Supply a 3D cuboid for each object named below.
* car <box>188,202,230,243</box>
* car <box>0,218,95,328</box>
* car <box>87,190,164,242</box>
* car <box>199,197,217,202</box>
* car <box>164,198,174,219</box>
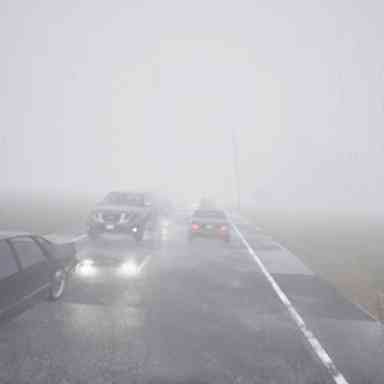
[{"bbox_3d":[0.797,1.438,15.716,2.033,1.411,5.357,3,0,2],"label":"car"},{"bbox_3d":[-3.464,1.338,5.041,2.033,1.411,5.357,3,1,3],"label":"car"},{"bbox_3d":[-2.933,0.942,15.243,2.150,2.045,5.566,3,1,3],"label":"car"},{"bbox_3d":[1.719,1.290,36.531,2.033,1.411,5.357,3,1,3],"label":"car"},{"bbox_3d":[-2.426,1.175,25.596,1.812,1.442,4.674,3,1,3],"label":"car"}]
